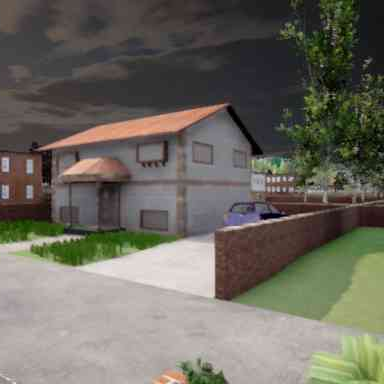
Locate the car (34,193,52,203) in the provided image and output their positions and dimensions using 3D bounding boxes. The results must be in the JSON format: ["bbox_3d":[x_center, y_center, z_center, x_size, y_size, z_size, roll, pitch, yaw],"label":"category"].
[{"bbox_3d":[-11.315,0.984,26.728,3.866,1.878,1.905,0,0,36],"label":"car"}]

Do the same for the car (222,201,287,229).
[{"bbox_3d":[2.797,1.137,13.885,1.845,1.501,3.633,0,0,36],"label":"car"}]
